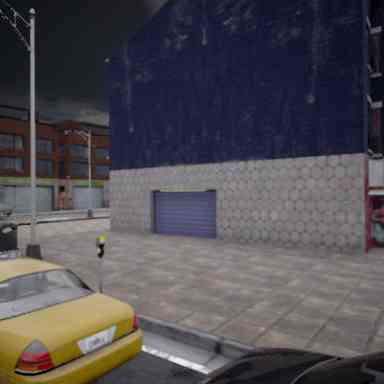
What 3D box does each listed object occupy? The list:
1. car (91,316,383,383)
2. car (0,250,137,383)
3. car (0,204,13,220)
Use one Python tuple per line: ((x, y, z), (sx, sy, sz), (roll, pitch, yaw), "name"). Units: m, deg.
((1.718, 1.564, 1.591), (4.313, 1.339, 1.947), (0, 0, 35), "car")
((-2.886, 1.539, 4.856), (4.829, 1.417, 1.752), (0, 0, 35), "car")
((-17.053, 1.564, 26.671), (2.128, 1.511, 4.902), (-1, 0, 35), "car")
